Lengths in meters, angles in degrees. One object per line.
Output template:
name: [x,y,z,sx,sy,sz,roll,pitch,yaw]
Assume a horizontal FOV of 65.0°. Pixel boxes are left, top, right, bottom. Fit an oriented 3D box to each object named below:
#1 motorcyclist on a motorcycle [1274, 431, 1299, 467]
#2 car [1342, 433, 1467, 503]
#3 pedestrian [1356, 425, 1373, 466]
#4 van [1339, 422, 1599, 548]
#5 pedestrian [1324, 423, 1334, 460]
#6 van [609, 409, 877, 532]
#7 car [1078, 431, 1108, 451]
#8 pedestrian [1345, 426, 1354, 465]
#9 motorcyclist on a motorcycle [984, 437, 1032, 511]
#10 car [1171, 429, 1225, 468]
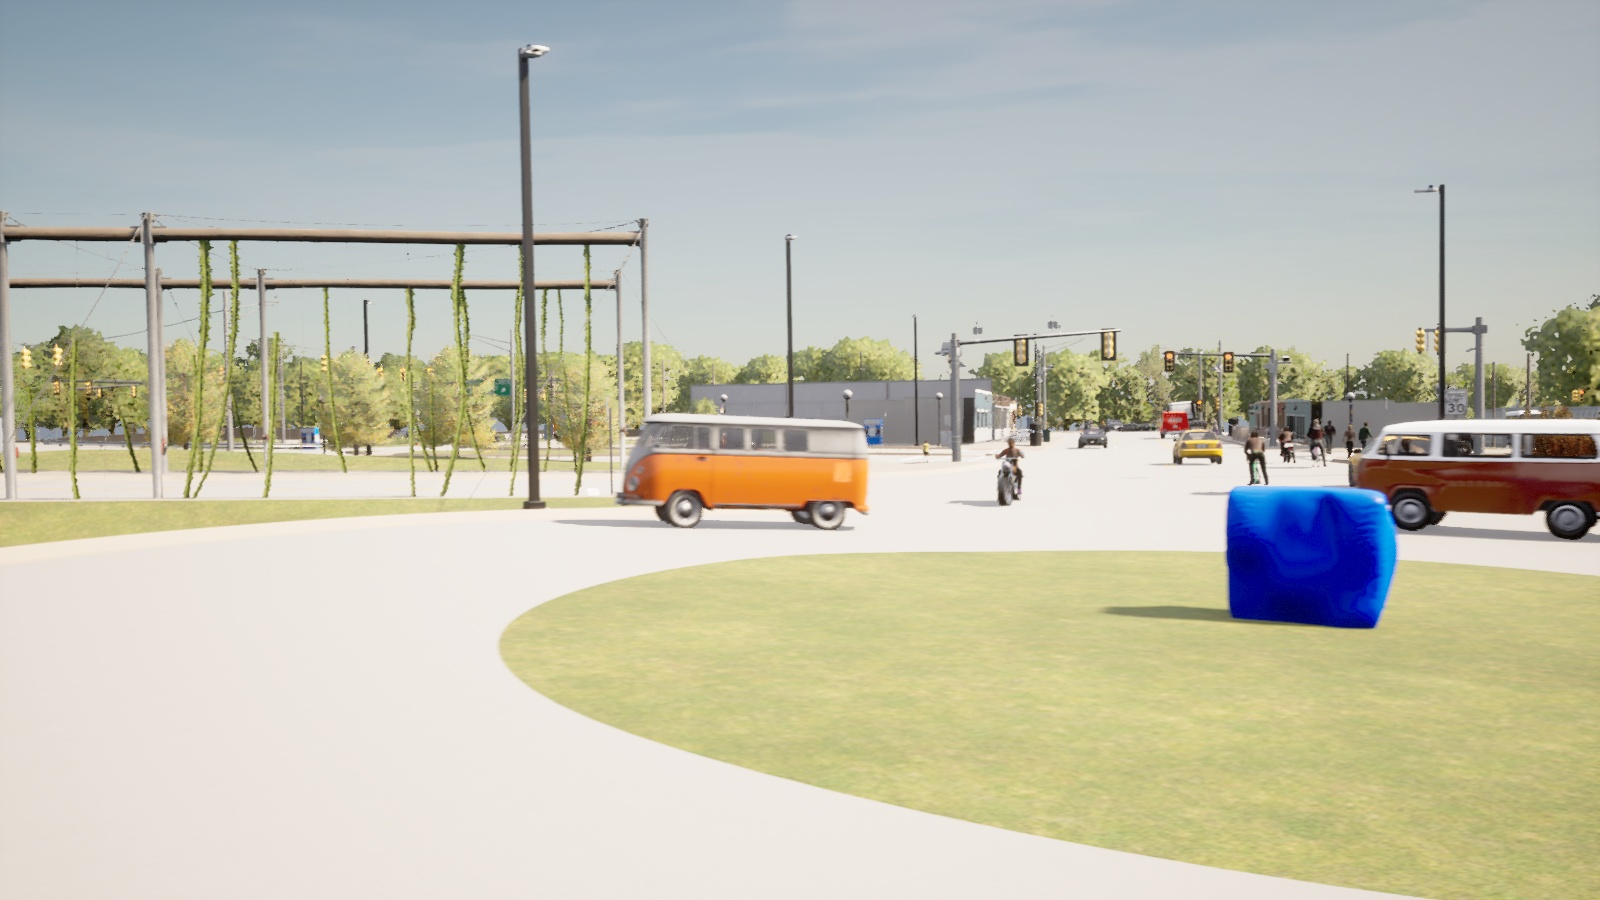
motorcyclist on a motorcycle: [20.588,-0.050,53.158,0.797,1.523,2.044,0,0,15]
car: [15.504,0.390,32.507,1.801,1.575,5.366,0,2,13]
pedestrian: [25.791,-0.221,57.364,0.614,1.847,0.353,-2,2,-25]
van: [12.372,0.554,22.640,4.480,2.038,2.069,2,1,36]
pedestrian: [28.130,-0.466,66.722,0.402,1.930,0.666,0,2,16]
van: [-1.048,0.376,22.462,4.442,1.987,1.775,2,0,-15]
car: [21.052,-0.660,90.131,1.994,1.385,4.181,0,2,15]
pedestrian: [26.325,-0.202,60.164,0.331,1.846,0.634,0,2,15]
motorcyclist on a motorcycle: [5.086,0.553,30.553,0.766,1.649,2.350,0,2,19]
car: [16.782,-0.084,53.085,1.801,1.575,5.366,0,0,14]
